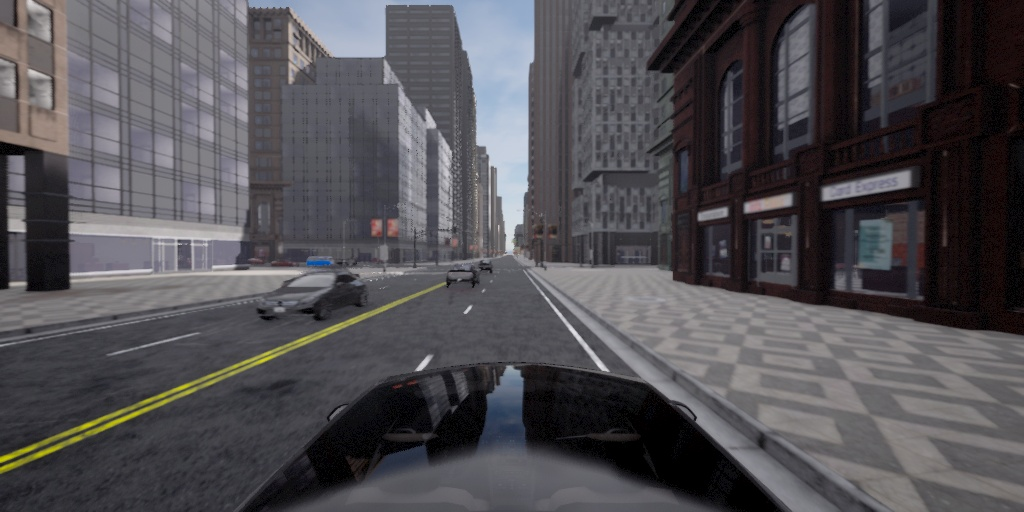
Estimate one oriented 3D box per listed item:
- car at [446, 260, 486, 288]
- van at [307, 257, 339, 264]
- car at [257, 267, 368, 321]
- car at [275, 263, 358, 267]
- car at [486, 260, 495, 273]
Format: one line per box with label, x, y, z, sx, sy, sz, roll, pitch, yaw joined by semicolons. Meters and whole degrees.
car;-3.157;1.231;23.912;2.128;1.511;4.902;0;0;0
van;-30.566;1.006;57.356;3.998;1.789;1.690;0;0;0
car;-6.598;1.271;12.507;1.812;1.442;4.674;0;0;0
car;-9.838;1.290;19.073;2.033;1.411;5.357;0;0;0
car;-3.162;1.237;43.055;1.837;1.490;4.892;0;0;0
